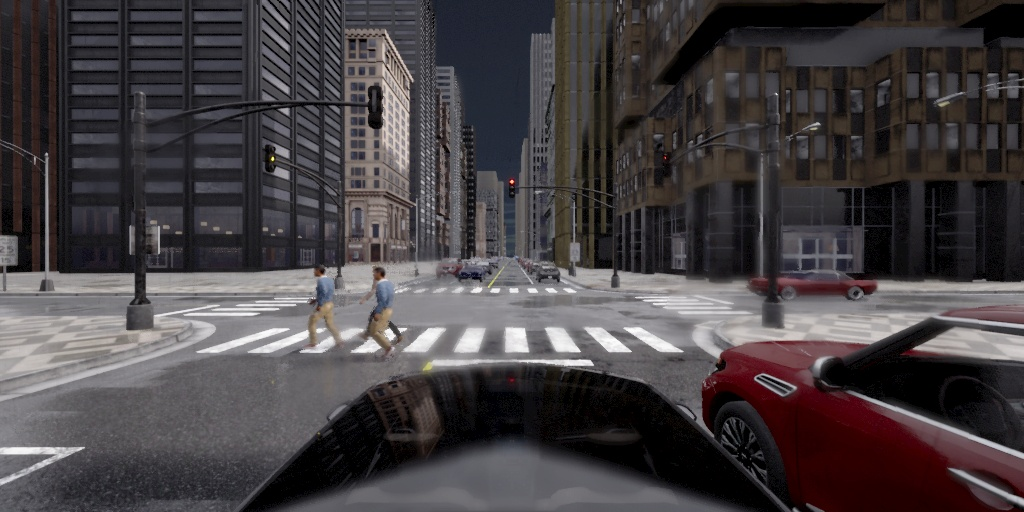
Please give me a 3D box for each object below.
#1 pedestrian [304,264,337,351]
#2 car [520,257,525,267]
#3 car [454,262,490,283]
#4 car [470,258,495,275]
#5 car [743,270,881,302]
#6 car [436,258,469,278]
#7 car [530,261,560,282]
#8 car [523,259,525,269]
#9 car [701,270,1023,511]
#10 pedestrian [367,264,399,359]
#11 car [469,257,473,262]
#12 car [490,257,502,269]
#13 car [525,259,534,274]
[{"bbox_3d":[-3.987,1.044,7.485,0.375,1.860,0.375,0,0,0],"label":"pedestrian"},{"bbox_3d":[2.774,1.199,56.414,1.967,1.591,4.097,0,0,0],"label":"car"},{"bbox_3d":[-3.094,1.352,28.469,1.895,1.301,4.718,0,0,0],"label":"car"},{"bbox_3d":[-3.093,1.279,38.438,1.812,1.442,4.674,0,0,0],"label":"car"},{"bbox_3d":[13.522,1.314,16.386,4.718,1.301,1.895,0,0,0],"label":"car"},{"bbox_3d":[-5.756,1.067,33.844,2.192,1.841,5.009,0,0,0],"label":"car"},{"bbox_3d":[2.768,1.302,28.211,2.007,1.370,4.403,0,0,0],"label":"car"},{"bbox_3d":[2.772,1.300,45.133,1.888,1.381,4.507,0,0,0],"label":"car"},{"bbox_3d":[2.763,1.065,1.238,2.192,1.841,5.009,0,0,0],"label":"car"},{"bbox_3d":[-2.459,1.044,6.877,0.375,1.860,0.375,0,0,0],"label":"pedestrian"},{"bbox_3d":[-5.755,1.193,39.486,1.967,1.591,4.097,0,0,0],"label":"car"},{"bbox_3d":[-3.051,1.307,55.899,2.033,1.411,5.357,0,0,0],"label":"car"},{"bbox_3d":[2.770,1.304,39.493,2.007,1.370,4.403,0,0,0],"label":"car"}]
